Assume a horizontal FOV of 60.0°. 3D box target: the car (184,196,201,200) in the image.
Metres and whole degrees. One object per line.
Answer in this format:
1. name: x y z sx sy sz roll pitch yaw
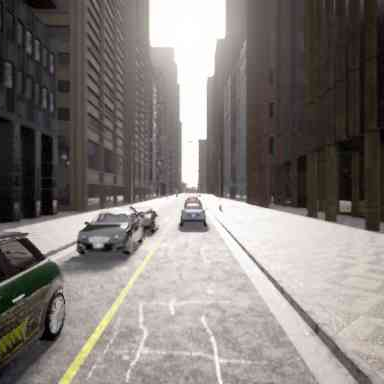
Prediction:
1. car: 0.089 1.311 42.010 2.097 1.767 4.553 0 0 0

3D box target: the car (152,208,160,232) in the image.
1. car: -3.006 1.547 19.613 1.994 1.385 4.181 0 0 0

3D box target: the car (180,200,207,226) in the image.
1. car: 0.091 1.528 23.452 2.033 1.411 5.357 0 0 0

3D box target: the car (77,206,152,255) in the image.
1. car: -3.065 1.481 13.356 2.128 1.511 4.902 0 0 0

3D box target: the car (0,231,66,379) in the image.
1. car: -3.094 1.349 3.487 2.097 1.767 4.553 0 0 0
